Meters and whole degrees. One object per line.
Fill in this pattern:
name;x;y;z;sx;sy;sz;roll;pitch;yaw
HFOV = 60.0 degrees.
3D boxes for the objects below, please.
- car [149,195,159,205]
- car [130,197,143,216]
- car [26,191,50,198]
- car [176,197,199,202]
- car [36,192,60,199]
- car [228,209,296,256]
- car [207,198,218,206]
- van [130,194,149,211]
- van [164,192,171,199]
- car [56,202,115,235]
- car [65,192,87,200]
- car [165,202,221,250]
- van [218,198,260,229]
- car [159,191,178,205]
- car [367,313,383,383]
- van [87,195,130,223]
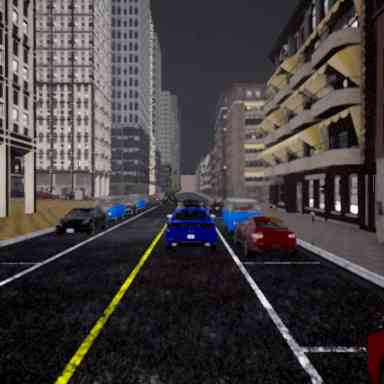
car;-6.016;1.125;51.871;1.967;1.590;4.097;0;0;0
car;-5.875;1.368;29.278;2.008;1.369;4.403;0;0;0
car;-32.807;0.559;70.835;4.206;1.307;1.802;1;-1;0
car;-0.128;1.331;28.013;1.837;1.490;4.892;0;1;0
car;-27.100;0.728;62.504;4.206;1.307;1.802;1;-1;0
car;2.611;1.502;12.385;1.802;1.307;4.206;0;0;0
car;2.470;1.334;34.978;2.008;1.369;4.403;0;0;0
van;-5.910;1.125;34.925;1.690;1.788;3.998;0;0;0
van;-6.219;0.845;84.343;1.690;1.788;3.998;0;0;0
car;-5.804;1.452;17.981;1.947;1.339;4.313;0;0;0
car;-21.523;0.693;62.554;4.097;1.590;1.967;1;-1;0
car;-0.034;1.389;13.907;1.882;1.535;5.008;0;0;0
van;2.576;1.226;18.032;1.690;1.788;3.998;0;0;0
car;-3.357;0.907;51.960;2.150;2.045;5.566;0;0;0
car;2.682;1.307;1.086;2.192;1.841;5.009;0;0;0
van;-5.840;1.193;23.628;1.690;1.788;3.998;0;0;0
